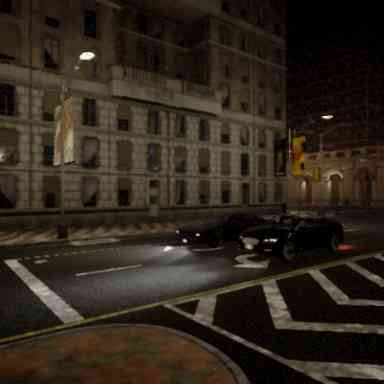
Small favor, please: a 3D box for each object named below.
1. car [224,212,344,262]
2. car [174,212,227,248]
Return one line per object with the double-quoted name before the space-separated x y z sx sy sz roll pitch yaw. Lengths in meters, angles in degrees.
"car" 3.852 1.566 12.599 4.902 1.511 2.128 0 0 -37
"car" 1.821 1.645 15.454 5.357 1.411 2.033 0 0 -37
